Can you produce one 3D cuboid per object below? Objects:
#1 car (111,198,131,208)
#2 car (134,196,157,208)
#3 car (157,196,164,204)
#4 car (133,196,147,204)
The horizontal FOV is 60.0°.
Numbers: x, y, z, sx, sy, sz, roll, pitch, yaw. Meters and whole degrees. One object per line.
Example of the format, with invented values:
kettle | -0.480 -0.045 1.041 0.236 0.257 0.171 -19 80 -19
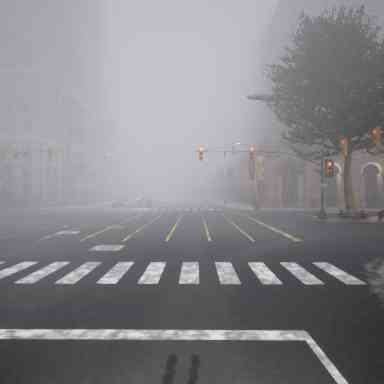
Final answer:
car | -10.256 1.547 48.439 2.033 1.411 5.357 0 0 1
car | -6.665 1.491 48.146 2.128 1.511 4.902 0 0 -1
car | -6.556 1.525 64.557 1.812 1.442 4.674 0 0 2
car | -10.050 1.525 64.763 1.812 1.442 4.674 0 0 2
